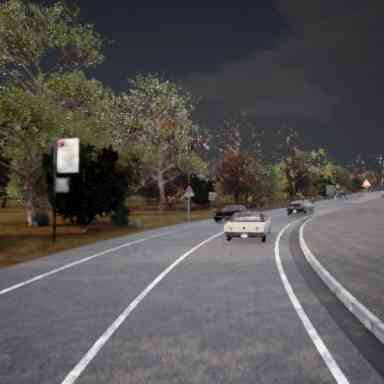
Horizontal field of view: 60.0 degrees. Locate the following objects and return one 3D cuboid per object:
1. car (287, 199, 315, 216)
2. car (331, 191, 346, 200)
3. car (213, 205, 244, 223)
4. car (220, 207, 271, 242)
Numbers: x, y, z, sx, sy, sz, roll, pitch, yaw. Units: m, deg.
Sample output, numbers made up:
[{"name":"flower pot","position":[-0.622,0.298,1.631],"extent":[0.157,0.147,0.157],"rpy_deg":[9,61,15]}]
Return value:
[{"name":"car","position":[10.959,1.508,33.350],"extent":[1.837,1.490,4.892],"rpy_deg":[-3,-1,32]},{"name":"car","position":[27.143,0.511,61.398],"extent":[2.128,1.511,4.902],"rpy_deg":[-4,0,37]},{"name":"car","position":[3.341,1.770,27.079],"extent":[1.895,1.301,4.718],"rpy_deg":[-2,-1,26]},{"name":"car","position":[2.945,1.649,16.820],"extent":[1.895,1.301,4.718],"rpy_deg":[-1,-1,17]}]
